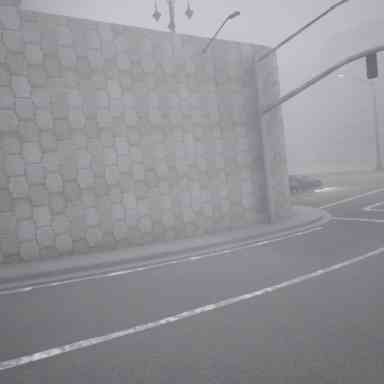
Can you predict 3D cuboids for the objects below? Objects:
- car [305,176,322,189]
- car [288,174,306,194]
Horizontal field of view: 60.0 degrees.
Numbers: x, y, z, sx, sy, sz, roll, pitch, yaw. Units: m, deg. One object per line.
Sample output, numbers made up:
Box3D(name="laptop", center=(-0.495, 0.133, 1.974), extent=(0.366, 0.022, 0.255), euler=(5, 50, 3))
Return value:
Box3D(name="car", center=(9.623, -0.901, 30.398), extent=(1.994, 1.385, 4.181), euler=(-10, 6, -34))
Box3D(name="car", center=(6.802, -0.598, 28.335), extent=(2.097, 1.767, 4.553), euler=(-10, 6, -35))
